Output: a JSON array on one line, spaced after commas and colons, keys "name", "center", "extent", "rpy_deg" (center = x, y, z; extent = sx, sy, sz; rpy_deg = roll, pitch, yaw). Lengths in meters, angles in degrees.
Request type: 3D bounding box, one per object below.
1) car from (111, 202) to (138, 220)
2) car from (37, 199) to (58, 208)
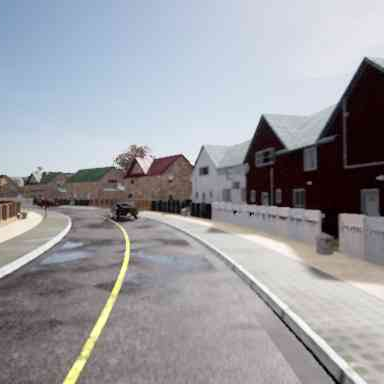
[{"name": "car", "center": [-6.241, 1.706, 30.547], "extent": [1.837, 1.490, 4.892], "rpy_deg": [0, -1, -22]}, {"name": "car", "center": [-24.860, 1.995, 57.099], "extent": [5.008, 1.535, 1.882], "rpy_deg": [-1, -1, 45]}]
